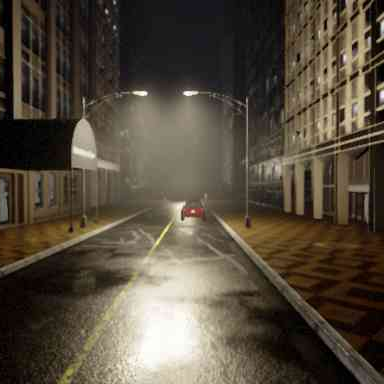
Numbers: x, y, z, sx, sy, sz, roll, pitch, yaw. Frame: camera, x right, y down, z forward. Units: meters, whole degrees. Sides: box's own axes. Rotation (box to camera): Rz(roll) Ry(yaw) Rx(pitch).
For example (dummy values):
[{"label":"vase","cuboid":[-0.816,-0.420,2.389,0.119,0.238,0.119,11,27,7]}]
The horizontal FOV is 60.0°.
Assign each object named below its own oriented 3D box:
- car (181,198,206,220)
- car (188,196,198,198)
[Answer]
[{"label":"car","cuboid":[0.110,1.456,27.222,1.994,1.385,4.181,0,0,0]},{"label":"car","cuboid":[0.120,1.327,44.123,2.128,1.511,4.902,0,0,0]}]
